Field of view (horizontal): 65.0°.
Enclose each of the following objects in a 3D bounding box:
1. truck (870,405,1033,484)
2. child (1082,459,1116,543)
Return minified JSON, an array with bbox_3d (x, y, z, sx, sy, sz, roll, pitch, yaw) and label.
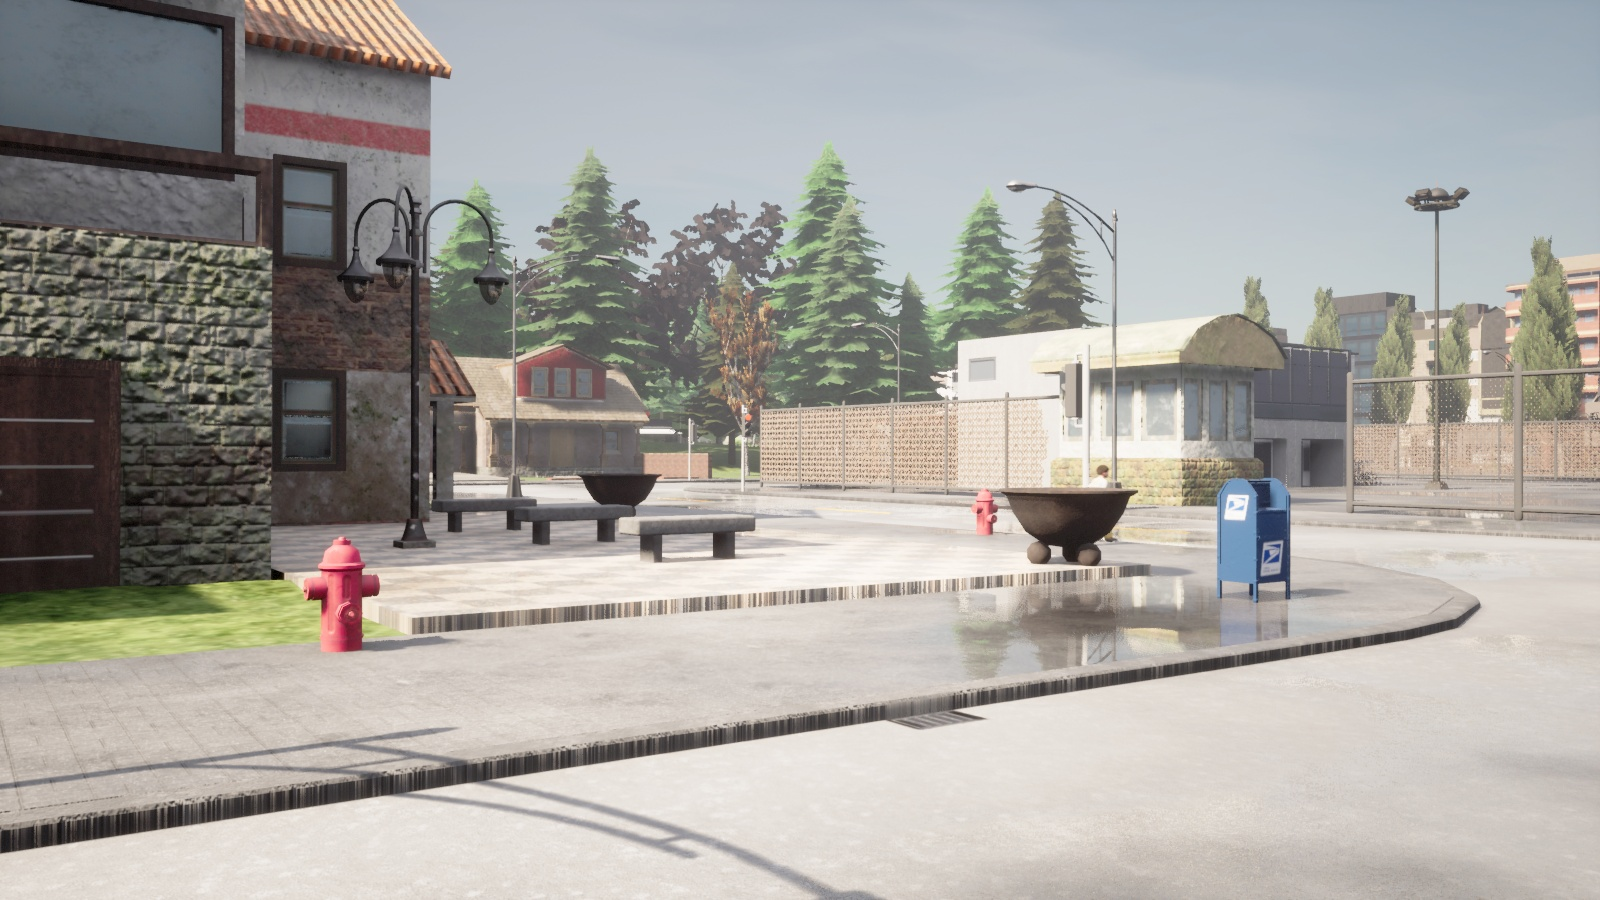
[{"bbox_3d":[7.873,-0.279,64.598,8.468,3.827,2.891,0,0,-34],"label":"truck"},{"bbox_3d":[4.538,0.767,19.054,0.437,1.263,0.270,0,0,-9],"label":"child"}]
